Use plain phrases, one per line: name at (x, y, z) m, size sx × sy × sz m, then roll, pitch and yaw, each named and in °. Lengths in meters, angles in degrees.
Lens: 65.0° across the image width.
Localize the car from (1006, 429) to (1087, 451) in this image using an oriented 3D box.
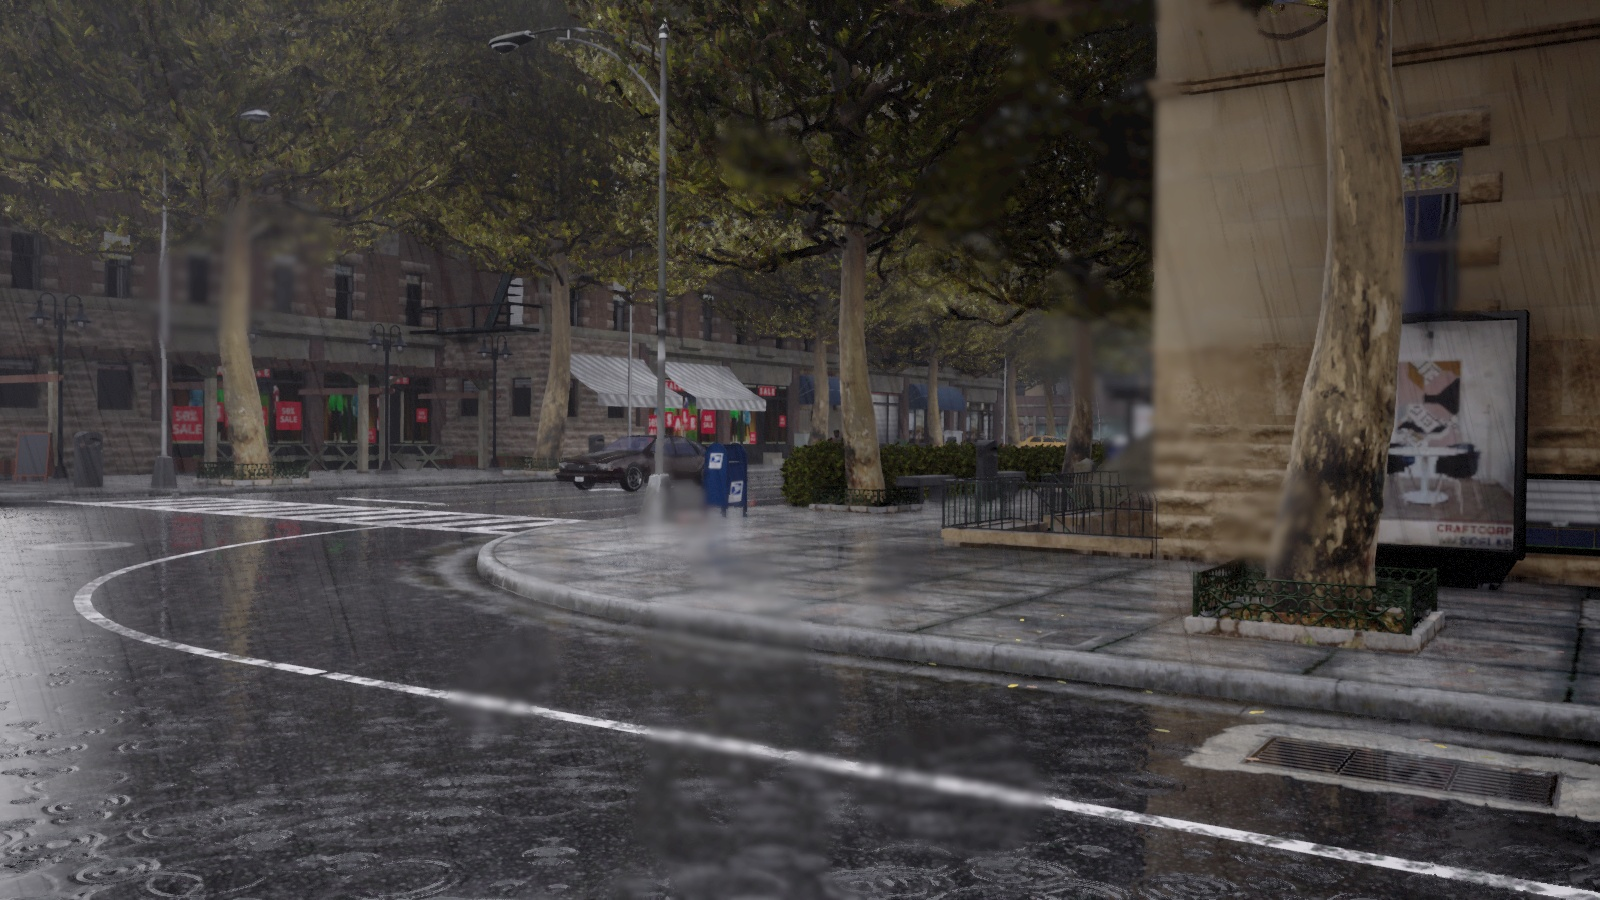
car at (17.662, -0.719, 90.086) m, size 5.366 × 1.575 × 1.801 m, roll 0°, pitch 1°, yaw 32°

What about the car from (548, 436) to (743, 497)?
car at (-3.879, 0.368, 32.640) m, size 2.033 × 1.411 × 5.357 m, roll 0°, pitch 1°, yaw 33°

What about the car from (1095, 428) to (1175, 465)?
car at (14.631, -0.168, 54.572) m, size 1.882 × 1.535 × 5.008 m, roll 0°, pitch 1°, yaw 33°
